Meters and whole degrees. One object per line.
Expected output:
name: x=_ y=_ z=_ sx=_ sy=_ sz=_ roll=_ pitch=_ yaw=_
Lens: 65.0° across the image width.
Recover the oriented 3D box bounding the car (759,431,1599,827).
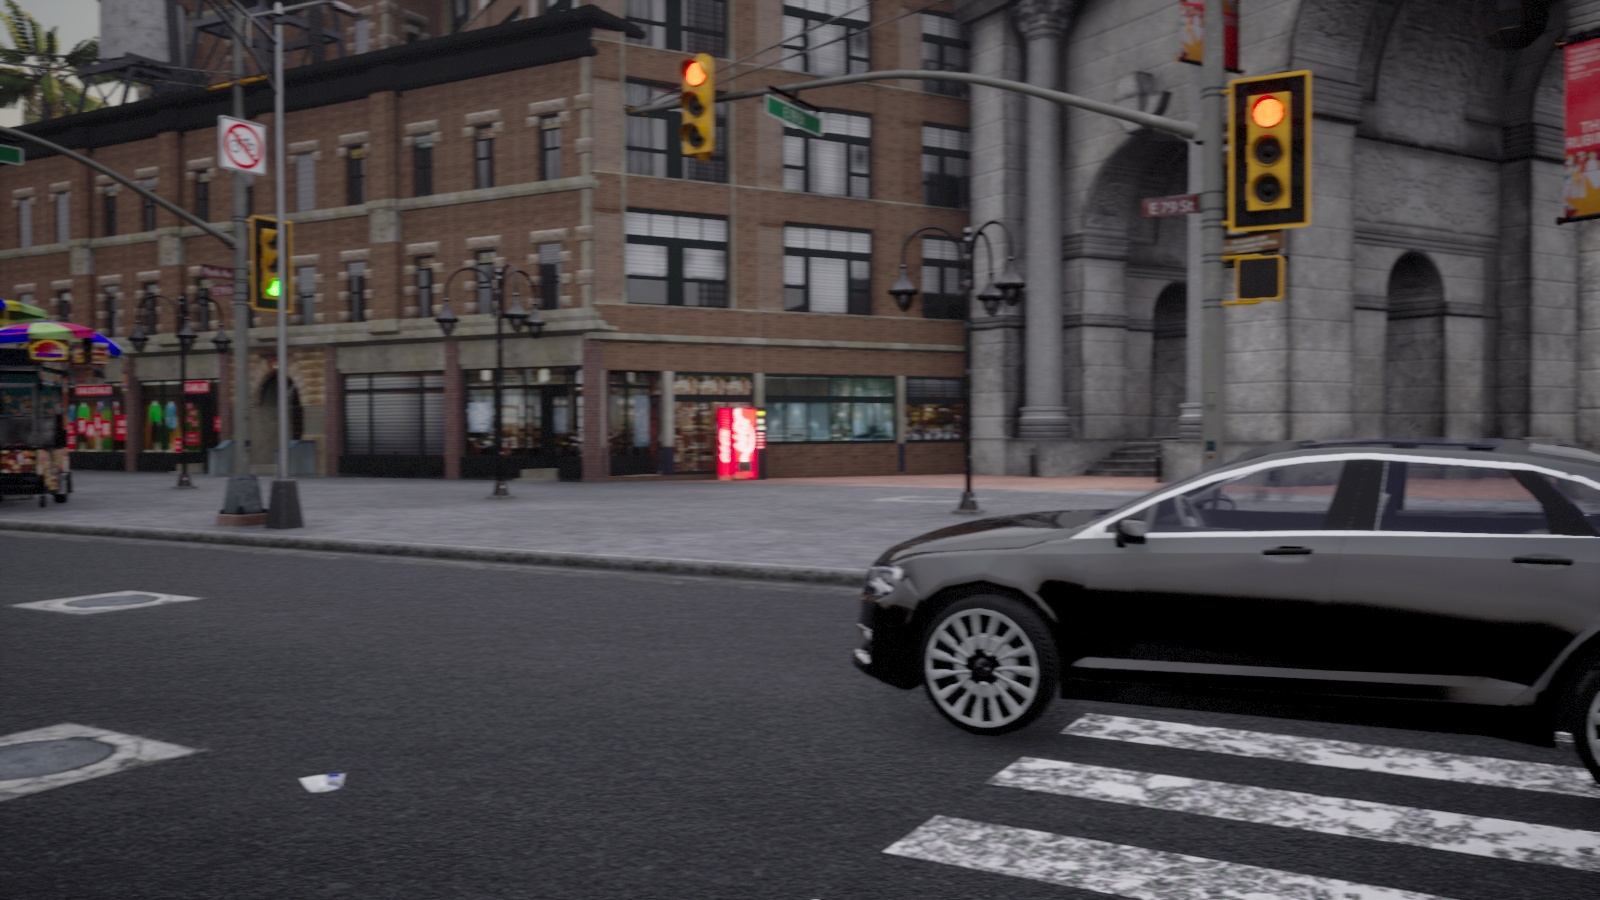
car: x=2.443 y=0.668 z=6.414 sx=4.902 sy=1.511 sz=2.128 roll=1 pitch=1 yaw=29
